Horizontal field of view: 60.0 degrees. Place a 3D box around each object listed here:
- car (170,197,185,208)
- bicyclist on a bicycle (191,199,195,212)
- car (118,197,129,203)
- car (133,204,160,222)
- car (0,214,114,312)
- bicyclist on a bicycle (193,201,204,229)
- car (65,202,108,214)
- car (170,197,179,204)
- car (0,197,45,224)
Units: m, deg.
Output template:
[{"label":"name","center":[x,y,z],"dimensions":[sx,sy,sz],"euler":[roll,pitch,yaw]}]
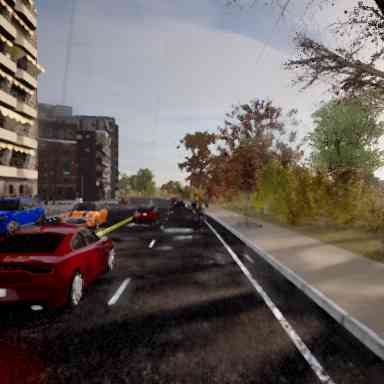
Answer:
[{"label":"car","center":[-2.083,1.811,53.861],"dimensions":[2.033,1.411,5.357],"euler":[0,0,-4]},{"label":"bicyclist on a bicycle","center":[0.163,1.524,31.247],"dimensions":[0.659,1.776,1.843],"euler":[0,0,-3]},{"label":"car","center":[-12.492,1.512,60.860],"dimensions":[1.882,1.535,5.008],"euler":[0,0,-8]},{"label":"car","center":[-3.739,1.708,27.739],"dimensions":[1.994,1.385,4.181],"euler":[0,0,-2]},{"label":"car","center":[-3.217,1.523,7.964],"dimensions":[1.882,1.535,5.008],"euler":[0,0,-1]},{"label":"bicyclist on a bicycle","center":[0.544,1.558,21.311],"dimensions":[0.582,1.620,1.656],"euler":[0,-1,-2]},{"label":"car","center":[-6.977,1.473,22.012],"dimensions":[2.097,1.767,4.553],"euler":[0,0,-2]},{"label":"car","center":[-3.912,1.830,73.354],"dimensions":[1.882,1.535,5.008],"euler":[0,0,-6]},{"label":"car","center":[-10.103,1.328,18.447],"dimensions":[2.150,2.045,5.566],"euler":[0,0,-1]}]
